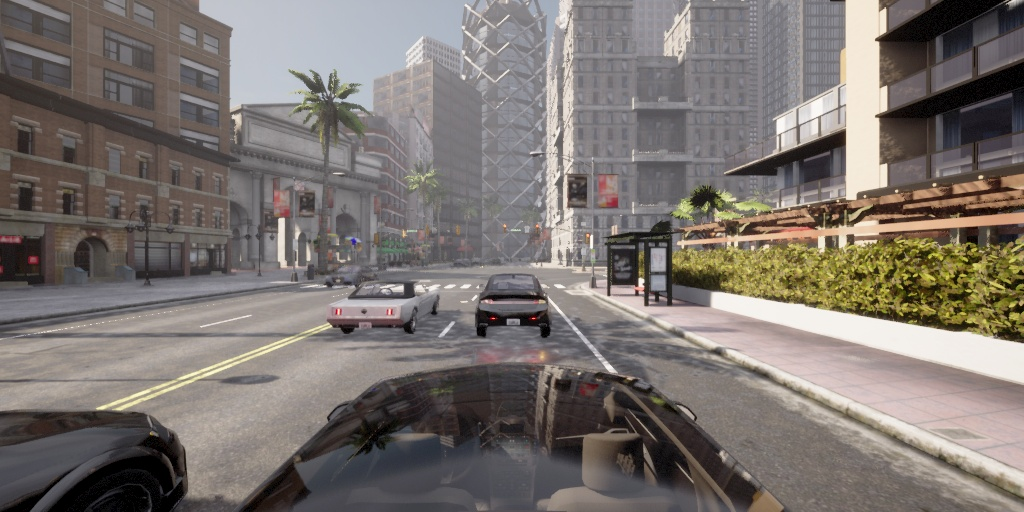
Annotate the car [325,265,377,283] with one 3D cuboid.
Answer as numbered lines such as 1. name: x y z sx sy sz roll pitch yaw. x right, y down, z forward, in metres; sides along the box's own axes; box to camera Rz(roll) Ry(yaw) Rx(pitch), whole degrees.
1. car: -10.528 1.314 23.768 1.994 1.385 4.181 0 0 1

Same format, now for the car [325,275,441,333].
1. car: -3.457 1.351 10.708 1.895 1.301 4.718 0 0 0

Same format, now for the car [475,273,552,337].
1. car: 0.042 1.242 10.329 2.128 1.511 4.902 0 0 0

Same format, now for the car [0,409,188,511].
1. car: -3.392 1.314 0.889 1.994 1.385 4.181 0 0 0
